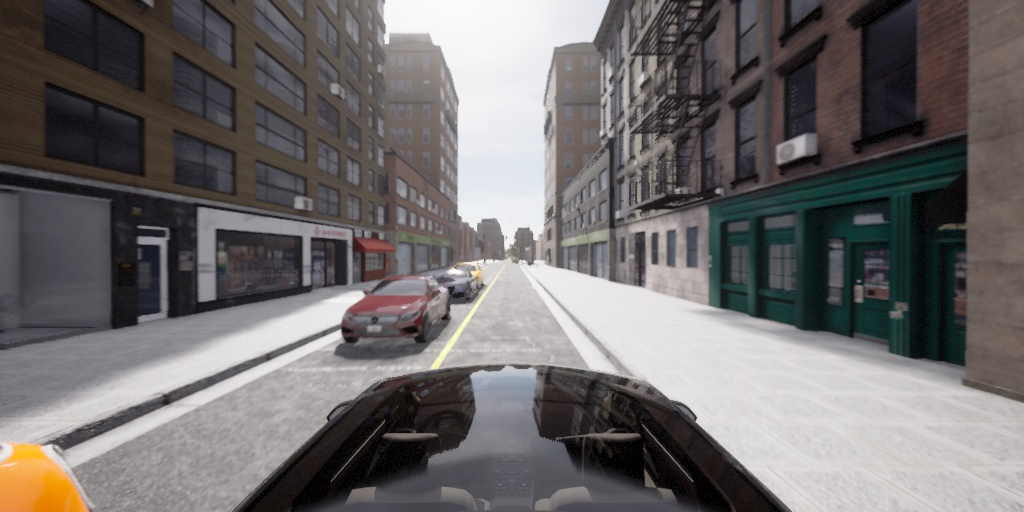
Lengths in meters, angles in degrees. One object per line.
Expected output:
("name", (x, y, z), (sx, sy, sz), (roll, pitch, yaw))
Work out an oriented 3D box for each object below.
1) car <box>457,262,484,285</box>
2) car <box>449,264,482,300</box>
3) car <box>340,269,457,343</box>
("car", (-2.787, 1.149, 21.883), (1.882, 1.535, 5.008), (0, 0, -1))
("car", (-2.740, 1.281, 16.885), (1.994, 1.385, 4.181), (0, 0, 1))
("car", (-2.841, 1.242, 9.738), (1.812, 1.442, 4.674), (0, 0, 0))
